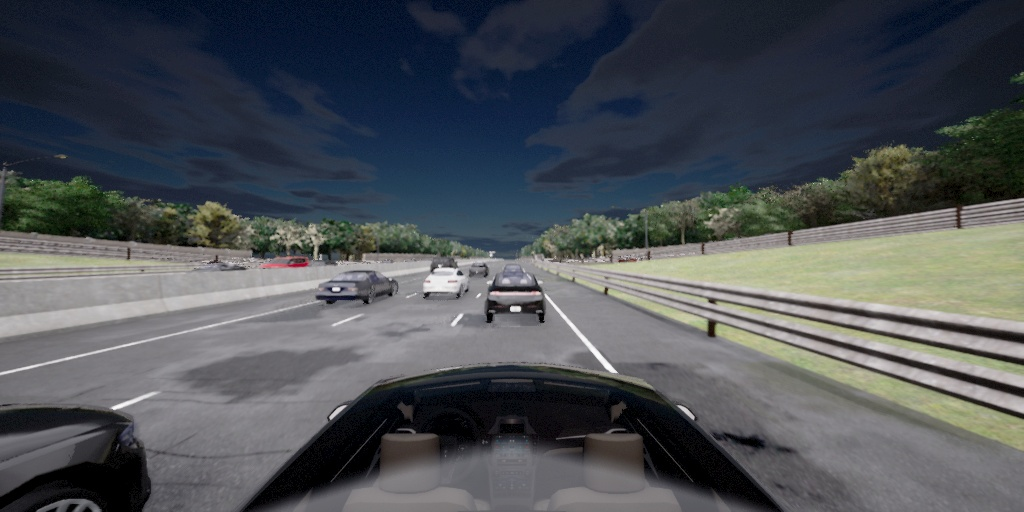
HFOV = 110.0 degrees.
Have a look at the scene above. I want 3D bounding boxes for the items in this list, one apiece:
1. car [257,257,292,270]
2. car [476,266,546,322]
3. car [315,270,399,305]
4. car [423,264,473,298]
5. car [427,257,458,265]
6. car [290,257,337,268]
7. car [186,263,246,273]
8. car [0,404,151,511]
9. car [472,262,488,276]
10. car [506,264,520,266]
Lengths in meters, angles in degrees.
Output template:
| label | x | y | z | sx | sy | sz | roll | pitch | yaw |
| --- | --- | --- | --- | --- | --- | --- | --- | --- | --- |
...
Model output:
| label | x | y | z | sx | sy | sz | roll | pitch | yaw |
| --- | --- | --- | --- | --- | --- | --- | --- | --- | --- |
| car | -21.087 | 1.102 | 33.433 | 2.150 | 2.045 | 5.566 | 0 | 0 | 0 |
| car | 0.104 | 1.288 | 12.493 | 2.128 | 1.511 | 4.902 | 0 | 0 | 0 |
| car | -6.896 | 1.362 | 16.565 | 2.033 | 1.411 | 5.357 | 0 | 0 | 0 |
| car | -3.394 | 1.348 | 18.938 | 1.812 | 1.442 | 4.674 | 0 | 0 | 0 |
| car | -6.890 | 1.112 | 36.958 | 2.150 | 2.045 | 5.566 | 0 | 0 | 0 |
| car | -17.585 | 1.228 | 32.712 | 2.097 | 1.767 | 4.553 | 0 | 0 | 0 |
| car | -24.588 | 1.361 | 29.964 | 2.128 | 1.511 | 4.902 | 0 | 0 | 0 |
| car | -3.407 | 1.236 | 0.426 | 2.128 | 1.511 | 4.902 | 0 | 0 | 0 |
| car | -3.390 | 1.383 | 37.558 | 2.128 | 1.511 | 4.902 | 0 | 0 | 0 |
| car | 0.108 | 1.419 | 32.120 | 2.033 | 1.411 | 5.357 | 0 | 0 | 0 |
